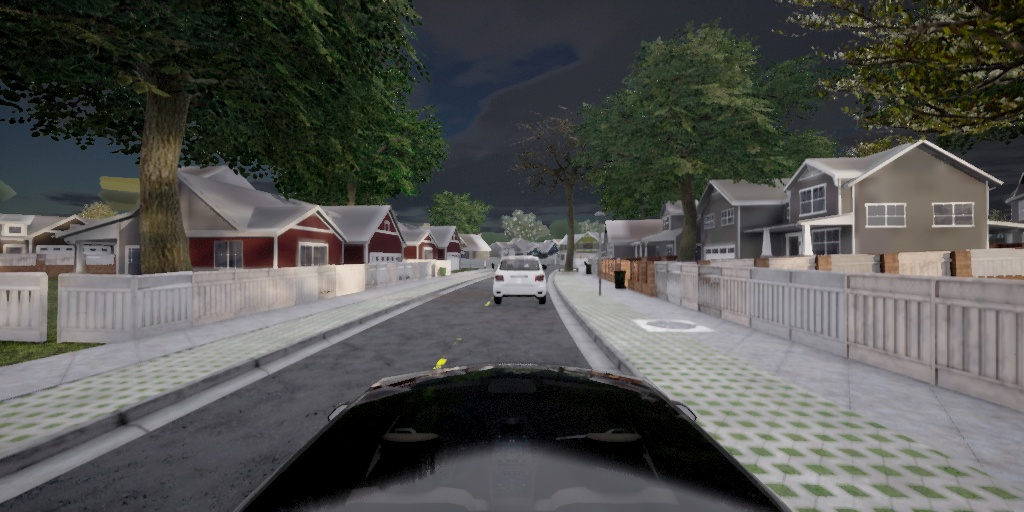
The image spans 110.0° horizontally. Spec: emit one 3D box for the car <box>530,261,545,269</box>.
[{"bbox_3d":[4.487,1.470,62.738,1.895,1.301,4.718,0,0,13],"label":"car"}]

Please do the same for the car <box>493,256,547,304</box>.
[{"bbox_3d":[0.427,1.012,16.412,2.150,2.045,5.566,0,0,3],"label":"car"}]
